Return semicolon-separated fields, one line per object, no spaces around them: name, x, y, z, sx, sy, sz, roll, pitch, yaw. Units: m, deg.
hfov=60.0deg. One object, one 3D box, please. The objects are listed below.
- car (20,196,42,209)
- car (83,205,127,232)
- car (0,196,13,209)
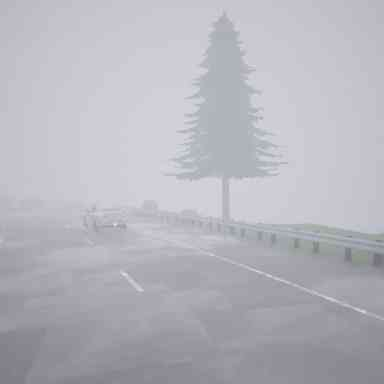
car;-22.489;1.352;46.339;2.097;1.767;4.553;0;0;-37
car;-5.336;1.526;20.272;1.812;1.442;4.674;0;0;-29
car;-26.019;1.352;45.275;2.097;1.767;4.553;0;0;-43
